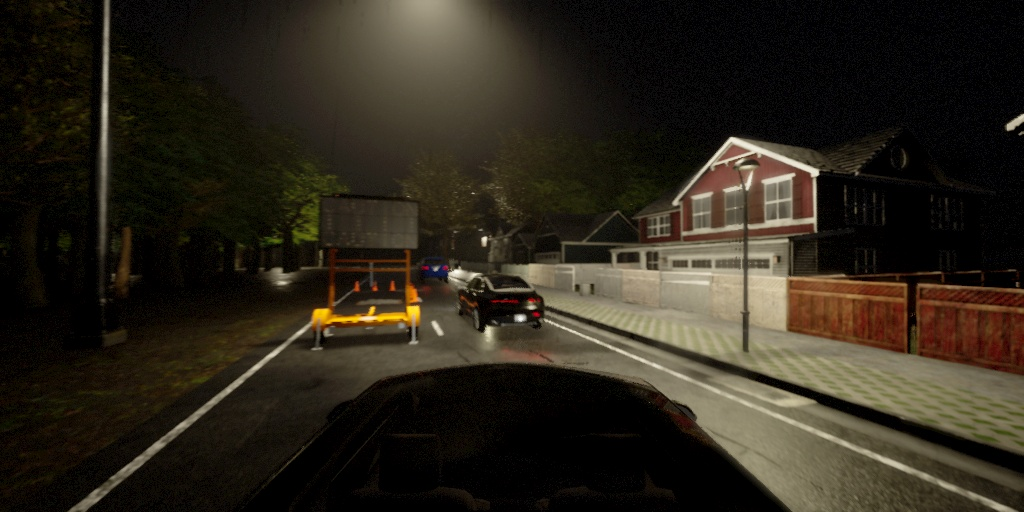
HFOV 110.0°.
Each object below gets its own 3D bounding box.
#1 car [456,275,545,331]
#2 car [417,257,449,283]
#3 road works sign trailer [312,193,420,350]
[{"bbox_3d":[-0.541,1.325,11.333,1.837,1.490,4.892,1,0,-18],"label":"car"},{"bbox_3d":[-6.655,1.133,29.910,2.150,2.045,5.566,1,0,-18],"label":"car"},{"bbox_3d":[-3.672,0.241,9.324,2.380,3.560,2.880,0,0,-18],"label":"road works sign trailer"}]
